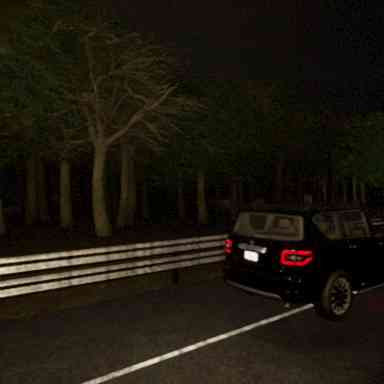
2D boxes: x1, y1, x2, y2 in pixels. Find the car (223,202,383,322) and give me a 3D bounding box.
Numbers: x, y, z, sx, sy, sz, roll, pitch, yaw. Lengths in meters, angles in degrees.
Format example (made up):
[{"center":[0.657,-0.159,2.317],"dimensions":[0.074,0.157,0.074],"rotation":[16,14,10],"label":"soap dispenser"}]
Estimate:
[{"center":[3.213,1.260,7.597],"dimensions":[5.566,2.045,2.150],"rotation":[0,0,-37],"label":"car"}]
